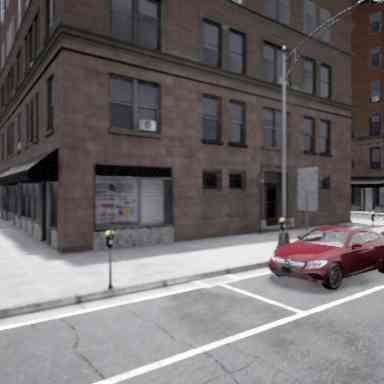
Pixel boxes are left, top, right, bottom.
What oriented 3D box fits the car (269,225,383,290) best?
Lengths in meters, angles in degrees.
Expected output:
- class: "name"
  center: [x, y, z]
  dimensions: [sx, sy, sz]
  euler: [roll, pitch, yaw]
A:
- class: "car"
  center: [3.917, 1.573, 8.987]
  dimensions: [4.206, 1.307, 1.802]
  euler: [0, 0, -36]
